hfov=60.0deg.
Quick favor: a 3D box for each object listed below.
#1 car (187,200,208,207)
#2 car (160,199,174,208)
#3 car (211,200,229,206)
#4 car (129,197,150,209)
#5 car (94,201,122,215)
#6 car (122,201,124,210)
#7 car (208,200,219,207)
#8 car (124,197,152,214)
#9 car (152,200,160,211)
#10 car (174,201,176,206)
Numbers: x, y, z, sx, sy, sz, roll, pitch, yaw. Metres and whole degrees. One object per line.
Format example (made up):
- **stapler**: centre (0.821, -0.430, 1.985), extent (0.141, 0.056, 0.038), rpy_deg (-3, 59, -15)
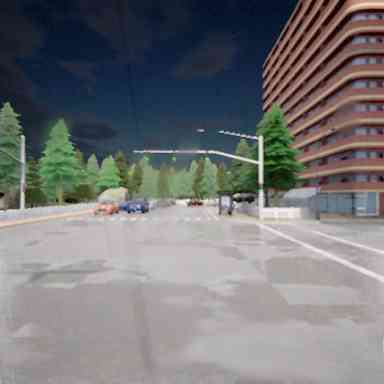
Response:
- **car**: centre (0.847, 2.396, 71.303), extent (1.882, 1.535, 5.008), rpy_deg (0, -1, 30)
- **car**: centre (-5.579, 2.171, 63.620), extent (2.097, 1.767, 4.553), rpy_deg (0, -1, 13)
- **car**: centre (6.669, 2.551, 79.688), extent (1.812, 1.442, 4.674), rpy_deg (-1, -1, 44)
- **car**: centre (-9.581, 2.015, 61.613), extent (2.150, 2.045, 5.566), rpy_deg (0, -1, 10)
- **car**: centre (-10.535, 1.882, 41.115), extent (2.097, 1.767, 4.553), rpy_deg (0, -1, 0)
- **car**: centre (-10.411, 2.125, 50.210), extent (1.882, 1.535, 5.008), rpy_deg (0, -1, 1)
- **car**: centre (4.790, 2.513, 71.241), extent (1.895, 1.301, 4.718), rpy_deg (0, -1, 30)
- **car**: centre (-7.039, 1.786, 43.806), extent (2.150, 2.045, 5.566), rpy_deg (0, -1, 0)
- **car**: centre (-6.870, 2.291, 53.564), extent (1.895, 1.301, 4.718), rpy_deg (0, -1, 3)
- **car**: centre (-5.373, 2.477, 74.531), extent (2.128, 1.511, 4.902), rpy_deg (0, -1, 26)
